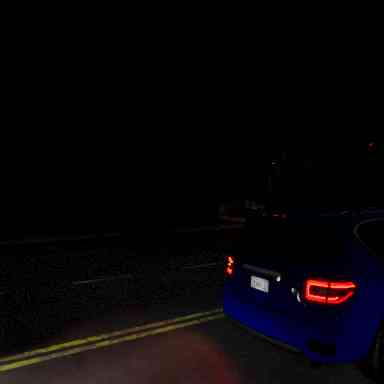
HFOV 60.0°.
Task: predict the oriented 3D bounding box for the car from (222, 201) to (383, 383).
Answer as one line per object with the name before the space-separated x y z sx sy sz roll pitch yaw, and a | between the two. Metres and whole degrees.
car | 3.083 1.221 5.546 5.566 2.045 2.150 0 0 -33
